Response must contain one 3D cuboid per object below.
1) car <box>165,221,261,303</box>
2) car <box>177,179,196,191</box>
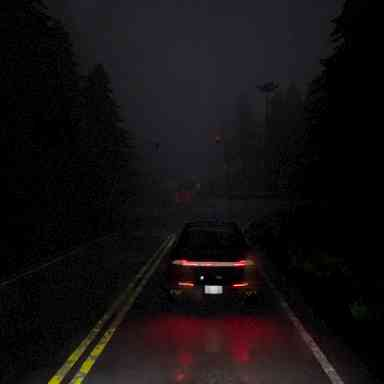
[{"bbox_3d":[0.449,1.466,8.175,2.128,1.511,4.902,0,0,2],"label":"car"},{"bbox_3d":[-0.696,-1.070,45.223,1.812,1.442,4.674,1,9,14],"label":"car"}]
